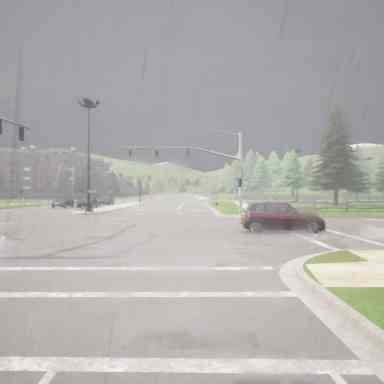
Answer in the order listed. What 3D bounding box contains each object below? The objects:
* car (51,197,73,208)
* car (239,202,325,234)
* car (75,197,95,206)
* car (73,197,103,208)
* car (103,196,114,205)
[{"bbox_3d":[-18.438,1.492,47.636,2.128,1.511,4.902,0,0,0],"label":"car"},{"bbox_3d":[5.000,1.352,18.636,4.553,1.767,2.097,0,0,-1],"label":"car"},{"bbox_3d":[-18.421,1.564,57.494,1.994,1.385,4.181,0,0,0],"label":"car"},{"bbox_3d":[-14.934,1.547,48.121,2.033,1.411,5.357,0,0,0],"label":"car"},{"bbox_3d":[-14.920,1.505,58.203,1.837,1.490,4.892,0,0,0],"label":"car"}]
